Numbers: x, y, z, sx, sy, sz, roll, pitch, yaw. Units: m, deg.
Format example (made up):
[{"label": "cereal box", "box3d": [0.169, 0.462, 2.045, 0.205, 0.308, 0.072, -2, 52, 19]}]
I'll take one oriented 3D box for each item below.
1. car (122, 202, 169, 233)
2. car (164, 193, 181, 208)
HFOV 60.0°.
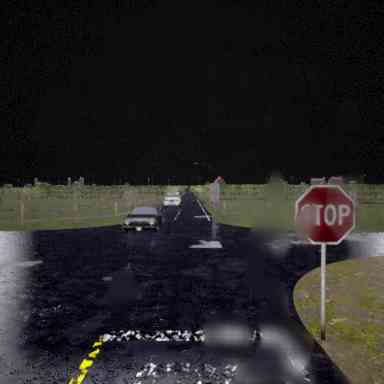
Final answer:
[{"label": "car", "box3d": [-2.744, 1.530, 19.893, 2.033, 1.411, 5.357, 0, 0, 0]}, {"label": "car", "box3d": [-2.739, 1.145, 47.491, 2.150, 2.045, 5.566, 0, 0, 0]}]
